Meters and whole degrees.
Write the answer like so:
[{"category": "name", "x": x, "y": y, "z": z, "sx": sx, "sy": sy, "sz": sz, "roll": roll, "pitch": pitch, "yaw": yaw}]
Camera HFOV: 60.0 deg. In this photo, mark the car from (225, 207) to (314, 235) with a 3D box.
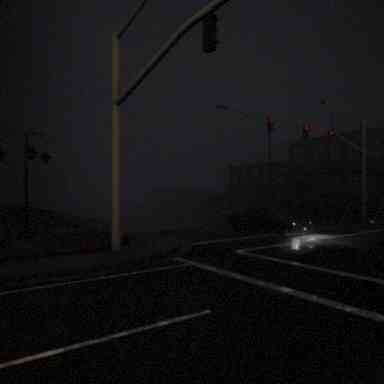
[{"category": "car", "x": 4.227, "y": 1.589, "z": 19.179, "sx": 2.033, "sy": 1.411, "sz": 5.357, "roll": 0, "pitch": -2, "yaw": -36}]
